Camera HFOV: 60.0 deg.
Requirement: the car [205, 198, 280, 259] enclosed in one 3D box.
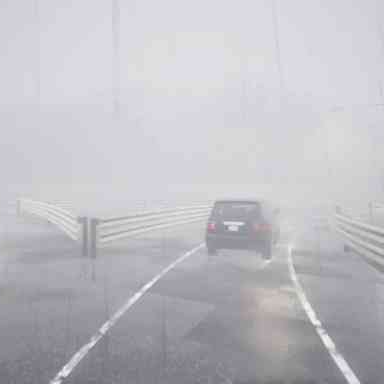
[{"bbox_3d":[2.128,1.230,12.955,2.150,2.045,5.566,0,0,18],"label":"car"}]
